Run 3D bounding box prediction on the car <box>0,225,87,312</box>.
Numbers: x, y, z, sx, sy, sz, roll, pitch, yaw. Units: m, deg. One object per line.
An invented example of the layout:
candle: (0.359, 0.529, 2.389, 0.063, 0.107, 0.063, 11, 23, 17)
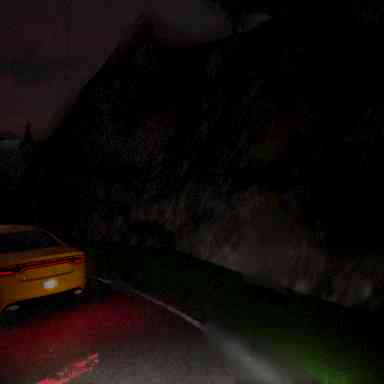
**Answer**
car: (-4.347, 1.478, 7.518, 5.008, 1.535, 1.882, 0, 0, 42)
